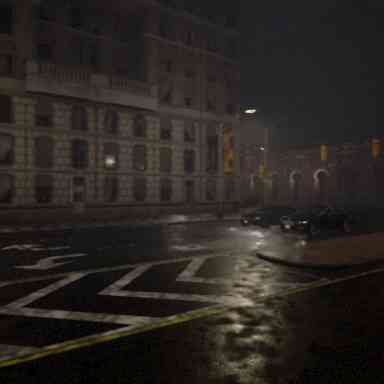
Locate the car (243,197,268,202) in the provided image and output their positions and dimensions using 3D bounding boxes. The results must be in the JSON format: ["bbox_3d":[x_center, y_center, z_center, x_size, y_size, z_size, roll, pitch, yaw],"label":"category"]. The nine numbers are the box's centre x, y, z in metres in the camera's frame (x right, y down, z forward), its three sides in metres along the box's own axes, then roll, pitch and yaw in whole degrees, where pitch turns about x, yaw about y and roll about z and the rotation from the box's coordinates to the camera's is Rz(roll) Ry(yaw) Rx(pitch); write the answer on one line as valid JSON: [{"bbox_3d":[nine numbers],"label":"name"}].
[{"bbox_3d":[9.964,1.484,51.467,1.837,1.490,4.892,0,0,-34],"label":"car"}]

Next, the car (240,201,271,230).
[{"bbox_3d":[5.170,1.519,21.246,4.674,1.442,1.812,0,0,-34],"label":"car"}]

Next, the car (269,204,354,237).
[{"bbox_3d":[6.868,1.494,18.172,4.902,1.511,2.128,0,0,-34],"label":"car"}]
